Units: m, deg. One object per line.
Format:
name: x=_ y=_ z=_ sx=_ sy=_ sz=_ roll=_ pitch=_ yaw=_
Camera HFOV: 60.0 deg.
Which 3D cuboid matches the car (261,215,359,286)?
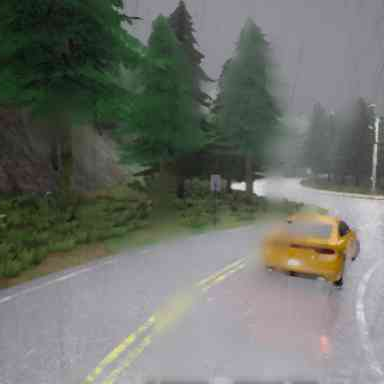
car: x=3.592 y=1.402 z=9.621 sx=1.882 sy=1.535 sz=5.008 roll=3 pitch=3 yaw=31
